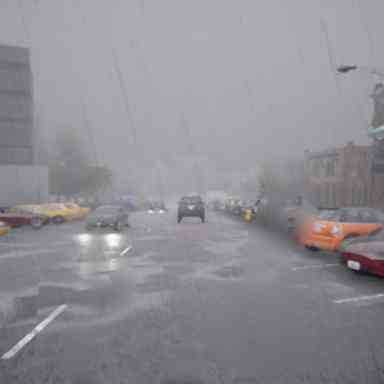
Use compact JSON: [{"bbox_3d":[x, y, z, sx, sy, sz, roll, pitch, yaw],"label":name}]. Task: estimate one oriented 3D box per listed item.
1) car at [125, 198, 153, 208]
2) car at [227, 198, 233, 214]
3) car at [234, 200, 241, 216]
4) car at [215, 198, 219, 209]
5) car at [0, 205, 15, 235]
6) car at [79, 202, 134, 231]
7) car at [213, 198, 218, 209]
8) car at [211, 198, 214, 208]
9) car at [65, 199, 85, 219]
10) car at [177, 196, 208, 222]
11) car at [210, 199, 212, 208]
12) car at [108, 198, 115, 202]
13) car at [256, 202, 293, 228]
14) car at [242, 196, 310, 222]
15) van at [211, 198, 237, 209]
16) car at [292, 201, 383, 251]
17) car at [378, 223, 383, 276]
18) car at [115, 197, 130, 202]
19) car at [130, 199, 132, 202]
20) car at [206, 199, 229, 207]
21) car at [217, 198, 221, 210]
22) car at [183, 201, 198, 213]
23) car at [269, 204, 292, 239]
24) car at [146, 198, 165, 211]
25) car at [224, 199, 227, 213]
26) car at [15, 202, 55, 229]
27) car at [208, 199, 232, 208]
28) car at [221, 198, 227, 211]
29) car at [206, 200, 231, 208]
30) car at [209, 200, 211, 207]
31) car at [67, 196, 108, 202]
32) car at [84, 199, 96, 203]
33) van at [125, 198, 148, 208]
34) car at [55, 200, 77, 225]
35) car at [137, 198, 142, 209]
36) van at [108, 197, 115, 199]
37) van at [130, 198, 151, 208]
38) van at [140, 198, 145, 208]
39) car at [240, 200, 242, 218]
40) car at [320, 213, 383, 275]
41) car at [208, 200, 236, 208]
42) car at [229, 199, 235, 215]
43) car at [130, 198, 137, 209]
[{"bbox_3d":[-11.496,2.357,71.930,5.566,2.045,2.435,0,-2,-19],"label":"car"},{"bbox_3d":[6.225,1.556,32.792,4.553,1.767,2.185,1,-2,-20],"label":"car"},{"bbox_3d":[6.311,1.590,26.928,5.008,1.535,2.097,1,-1,-20],"label":"car"},{"bbox_3d":[6.115,1.929,44.531,4.892,1.521,2.231,1,-2,-21],"label":"car"},{"bbox_3d":[-11.262,1.502,15.002,5.366,1.575,1.946,-1,-1,-20],"label":"car"},{"bbox_3d":[-5.119,1.557,20.696,1.837,1.490,4.892,0,-1,0],"label":"car"},{"bbox_3d":[6.079,1.996,47.463,4.892,1.521,2.231,1,-2,-21],"label":"car"},{"bbox_3d":[6.051,2.062,50.397,5.008,1.535,2.097,1,-1,-21],"label":"car"},{"bbox_3d":[-11.682,1.625,26.837,5.366,1.575,1.946,-1,-1,-20],"label":"car"},{"bbox_3d":[-0.067,1.356,27.742,2.150,2.045,5.566,0,-1,0],"label":"car"},{"bbox_3d":[5.972,2.158,53.322,4.792,1.488,2.163,1,-1,-21],"label":"car"},{"bbox_3d":[-11.416,1.778,35.942,5.366,1.575,1.946,0,-1,-20],"label":"car"},{"bbox_3d":[6.358,1.496,18.129,4.892,1.521,2.231,1,-1,-20],"label":"car"},{"bbox_3d":[6.376,1.272,21.078,5.566,2.045,2.435,1,-1,-20],"label":"car"},{"bbox_3d":[5.968,2.106,62.186,4.442,1.987,1.878,1,-2,-21],"label":"van"},{"bbox_3d":[6.361,1.337,12.253,4.553,1.767,2.185,1,0,-20],"label":"car"},{"bbox_3d":[6.415,1.456,6.391,5.008,1.535,2.097,1,0,-20],"label":"car"},{"bbox_3d":[-11.718,1.733,44.855,5.566,2.045,2.435,0,-1,-21],"label":"car"},{"bbox_3d":[-11.709,2.054,47.863,4.892,1.521,2.231,0,-1,-20],"label":"car"},{"bbox_3d":[5.601,2.471,73.922,4.553,1.767,2.185,1,-2,-21],"label":"car"},{"bbox_3d":[6.153,1.861,41.595,5.008,1.535,2.097,1,-2,-21],"label":"car"},{"bbox_3d":[-0.208,1.953,43.831,1.837,1.490,4.892,0,-1,-1],"label":"car"},{"bbox_3d":[6.372,1.479,15.191,4.892,1.521,2.231,1,-1,-20],"label":"car"},{"bbox_3d":[-5.423,1.878,52.581,2.150,2.045,5.566,0,-2,0],"label":"car"},{"bbox_3d":[6.229,1.776,35.721,4.674,1.452,2.002,1,-1,-21],"label":"car"},{"bbox_3d":[-11.439,1.584,20.932,4.792,1.488,2.163,-1,-1,-20],"label":"car"},{"bbox_3d":[5.717,2.337,68.024,4.553,1.767,2.185,1,-2,-21],"label":"car"},{"bbox_3d":[6.164,1.671,38.657,4.553,1.767,2.185,1,-2,-21],"label":"car"},{"bbox_3d":[5.715,2.560,70.989,4.792,1.488,2.163,1,-2,-21],"label":"car"},{"bbox_3d":[5.962,2.195,56.267,5.008,1.535,2.097,1,-1,-21],"label":"car"},{"bbox_3d":[-11.588,1.473,32.877,5.566,2.045,2.435,0,-1,-20],"label":"car"},{"bbox_3d":[-11.709,1.670,29.828,5.366,1.575,1.946,0,-1,-20],"label":"car"},{"bbox_3d":[-11.454,2.313,68.960,4.442,1.987,1.878,0,-2,-19],"label":"van"},{"bbox_3d":[-11.314,1.581,23.975,5.366,1.575,1.946,-1,-1,-20],"label":"car"},{"bbox_3d":[-11.704,2.263,56.900,4.892,1.521,2.231,0,-2,-20],"label":"car"},{"bbox_3d":[-11.734,1.621,38.832,4.442,1.987,1.878,0,-1,-21],"label":"van"},{"bbox_3d":[-11.589,2.453,74.872,4.442,1.987,1.878,0,-1,-19],"label":"van"},{"bbox_3d":[-11.750,2.176,62.871,4.442,1.987,1.878,0,-1,-19],"label":"van"},{"bbox_3d":[6.500,1.551,24.057,5.366,1.575,1.946,1,-1,-20],"label":"car"},{"bbox_3d":[6.374,1.487,9.309,4.792,1.488,2.163,1,0,-20],"label":"car"},{"bbox_3d":[5.809,2.396,65.079,5.008,1.535,2.097,1,-1,-21],"label":"car"},{"bbox_3d":[6.274,1.632,29.859,5.008,1.535,2.097,1,-1,-20],"label":"car"},{"bbox_3d":[-11.747,1.872,50.872,5.566,2.045,2.435,0,-1,-20],"label":"car"}]
